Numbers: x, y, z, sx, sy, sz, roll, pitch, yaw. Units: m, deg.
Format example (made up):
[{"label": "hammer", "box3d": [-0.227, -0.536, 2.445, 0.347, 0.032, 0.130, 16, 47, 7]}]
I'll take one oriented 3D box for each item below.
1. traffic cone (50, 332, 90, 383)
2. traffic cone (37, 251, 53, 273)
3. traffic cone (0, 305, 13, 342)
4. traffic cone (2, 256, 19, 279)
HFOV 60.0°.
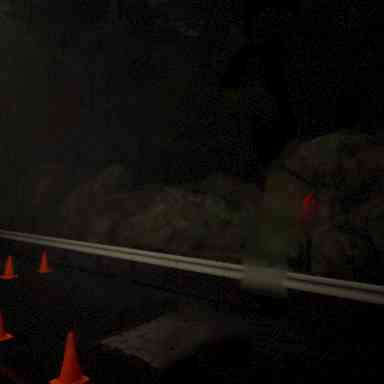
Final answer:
[{"label": "traffic cone", "box3d": [-1.486, 2.021, 4.067, 0.340, 0.580, 0.340, 0, -1, 37]}, {"label": "traffic cone", "box3d": [-4.464, 2.099, 10.077, 0.340, 0.580, 0.340, 0, -1, 37]}, {"label": "traffic cone", "box3d": [-3.081, 2.026, 5.273, 0.340, 0.580, 0.340, 0, -1, 37]}, {"label": "traffic cone", "box3d": [-5.067, 2.078, 9.280, 0.340, 0.580, 0.340, 0, -1, 37]}]
